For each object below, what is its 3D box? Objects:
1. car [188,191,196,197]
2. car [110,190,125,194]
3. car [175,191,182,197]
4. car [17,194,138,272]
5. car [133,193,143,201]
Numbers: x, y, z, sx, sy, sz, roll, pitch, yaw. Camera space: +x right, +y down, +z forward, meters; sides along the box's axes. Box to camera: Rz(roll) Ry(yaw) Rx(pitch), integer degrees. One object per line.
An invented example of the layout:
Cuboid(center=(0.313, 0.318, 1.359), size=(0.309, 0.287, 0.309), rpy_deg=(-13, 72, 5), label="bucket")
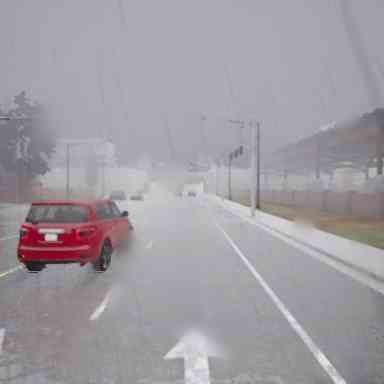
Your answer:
Cuboid(center=(-0.012, 0.392, 87.362), size=(2.097, 1.767, 4.553), rpy_deg=(0, 1, 0), label="car")
Cuboid(center=(-14.026, 0.697, 62.743), size=(2.150, 2.045, 5.566), rpy_deg=(0, 1, 0), label="car")
Cuboid(center=(-3.512, 0.561, 87.393), size=(2.128, 1.511, 4.902), rpy_deg=(0, 1, 0), label="car")
Cuboid(center=(-3.447, 1.216, 10.895), size=(2.150, 2.045, 5.566), rpy_deg=(0, 0, 1), label="car")
Cuboid(center=(-10.528, 0.947, 63.334), size=(1.882, 1.535, 5.008), rpy_deg=(0, 1, 0), label="car")
